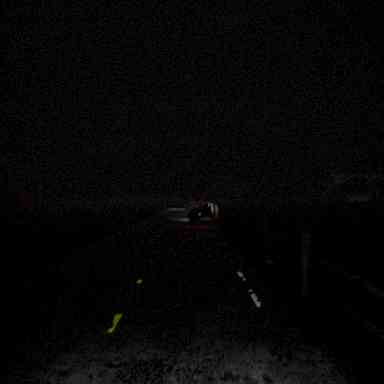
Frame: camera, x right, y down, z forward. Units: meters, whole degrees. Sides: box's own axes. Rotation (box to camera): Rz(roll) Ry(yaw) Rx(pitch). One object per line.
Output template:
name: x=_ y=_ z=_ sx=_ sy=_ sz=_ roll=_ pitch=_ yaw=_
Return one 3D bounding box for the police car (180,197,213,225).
police car: x=0.503 y=1.524 z=27.495 sx=1.930 sy=1.638 sz=5.238 roll=-25 pitch=-1 yaw=0

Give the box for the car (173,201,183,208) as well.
car: x=-2.753 y=2.470 z=65.783 sx=1.837 sy=1.490 sz=4.892 roll=0 pitch=-1 yaw=0

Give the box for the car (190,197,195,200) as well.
car: x=0.718 y=1.749 z=43.319 sx=2.150 sy=2.045 sz=5.566 roll=-4 pitch=-3 yaw=3

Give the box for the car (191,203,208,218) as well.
car: x=0.830 y=2.003 z=37.370 sx=1.812 sy=1.442 sz=4.674 roll=0 pitch=-1 yaw=0

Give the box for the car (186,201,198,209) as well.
car: x=0.008 y=2.473 z=63.596 sx=2.033 sy=1.411 sz=5.357 roll=0 pitch=-1 yaw=0
